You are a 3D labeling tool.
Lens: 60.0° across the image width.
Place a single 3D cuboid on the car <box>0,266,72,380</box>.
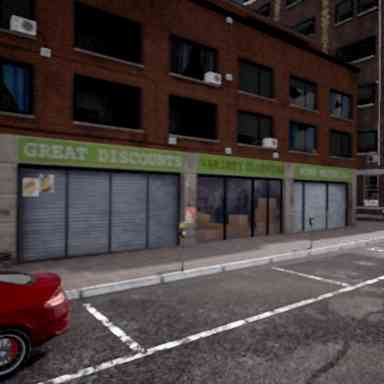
[{"bbox_3d":[-3.653,1.583,3.940,4.206,1.307,1.802,0,1,-36],"label":"car"}]
